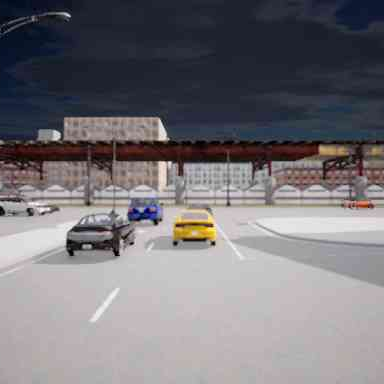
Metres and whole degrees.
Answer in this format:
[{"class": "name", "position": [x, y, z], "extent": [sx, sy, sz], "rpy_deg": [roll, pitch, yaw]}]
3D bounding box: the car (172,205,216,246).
[{"class": "car", "position": [0.097, 1.584, 16.017], "extent": [1.882, 1.535, 5.008], "rpy_deg": [0, -1, 0]}]

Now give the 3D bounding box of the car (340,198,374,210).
[{"class": "car", "position": [24.453, 1.681, 49.353], "extent": [4.553, 1.767, 2.097], "rpy_deg": [0, 0, -6]}]

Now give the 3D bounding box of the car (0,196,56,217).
[{"class": "car", "position": [-17.456, 1.444, 34.235], "extent": [5.566, 2.045, 2.150], "rpy_deg": [0, -2, 11]}]

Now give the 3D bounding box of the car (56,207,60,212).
[{"class": "car", "position": [-17.987, 1.797, 37.997], "extent": [5.357, 1.411, 2.033], "rpy_deg": [0, 0, 2]}]

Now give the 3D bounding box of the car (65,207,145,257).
[{"class": "car", "position": [-3.403, 1.580, 13.229], "extent": [2.128, 1.511, 4.902], "rpy_deg": [0, 0, 0]}]

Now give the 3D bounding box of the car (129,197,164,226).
[{"class": "car", "position": [-3.464, 1.389, 25.422], "extent": [2.150, 2.045, 5.566], "rpy_deg": [0, 0, 0]}]
